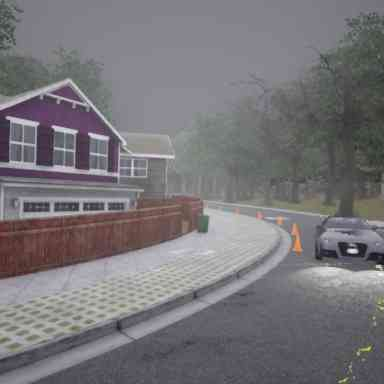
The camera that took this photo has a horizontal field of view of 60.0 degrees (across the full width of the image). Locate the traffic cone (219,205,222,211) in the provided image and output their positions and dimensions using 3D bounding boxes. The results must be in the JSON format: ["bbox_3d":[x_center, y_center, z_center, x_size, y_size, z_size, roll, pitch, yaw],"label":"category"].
[{"bbox_3d":[3.012,1.704,35.523,0.340,0.580,0.340,1,0,-13],"label":"traffic cone"}]

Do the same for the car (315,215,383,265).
[{"bbox_3d":[5.380,1.529,11.641,1.994,1.385,4.181,1,1,20],"label":"car"}]

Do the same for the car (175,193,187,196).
[{"bbox_3d":[-2.204,0.974,64.542,2.097,1.767,4.553,1,0,-17],"label":"car"}]

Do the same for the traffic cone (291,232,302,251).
[{"bbox_3d":[3.969,1.900,12.490,0.340,0.580,0.340,1,1,21],"label":"traffic cone"}]

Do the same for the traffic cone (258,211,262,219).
[{"bbox_3d":[5.266,1.773,25.933,0.340,0.580,0.340,1,0,-10],"label":"traffic cone"}]

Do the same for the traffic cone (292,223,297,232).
[{"bbox_3d":[5.210,1.864,16.868,0.340,0.580,0.340,1,1,11],"label":"traffic cone"}]
